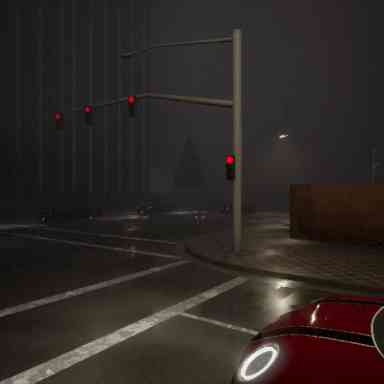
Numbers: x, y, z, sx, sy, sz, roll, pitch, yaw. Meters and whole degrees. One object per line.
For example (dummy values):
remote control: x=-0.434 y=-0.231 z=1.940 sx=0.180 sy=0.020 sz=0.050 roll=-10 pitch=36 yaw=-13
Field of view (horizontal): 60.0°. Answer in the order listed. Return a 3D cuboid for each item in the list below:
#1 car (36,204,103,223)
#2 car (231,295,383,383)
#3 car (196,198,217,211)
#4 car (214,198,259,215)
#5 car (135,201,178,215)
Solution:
car: x=-9.276 y=1.601 z=25.415 sx=1.895 sy=1.301 sz=4.718 roll=0 pitch=0 yaw=35
car: x=2.501 y=1.352 z=2.175 sx=4.553 sy=1.767 sz=2.097 roll=0 pitch=0 yaw=36
car: x=2.344 y=1.491 z=41.784 sx=2.128 sy=1.511 sz=4.902 roll=0 pitch=0 yaw=36
car: x=4.711 y=1.547 z=32.711 sx=2.033 sy=1.411 sz=5.357 roll=0 pitch=0 yaw=35
car: x=-3.498 y=1.601 z=33.572 sx=1.895 sy=1.301 sz=4.718 roll=0 pitch=0 yaw=35
